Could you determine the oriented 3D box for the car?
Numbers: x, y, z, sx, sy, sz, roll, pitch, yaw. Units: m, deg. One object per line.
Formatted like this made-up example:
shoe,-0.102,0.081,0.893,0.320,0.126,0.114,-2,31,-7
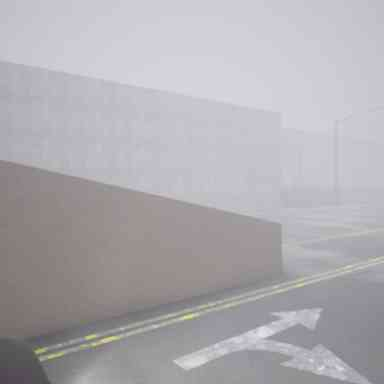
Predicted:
car,-3.359,1.581,1.350,5.357,1.411,2.033,-1,1,-35
